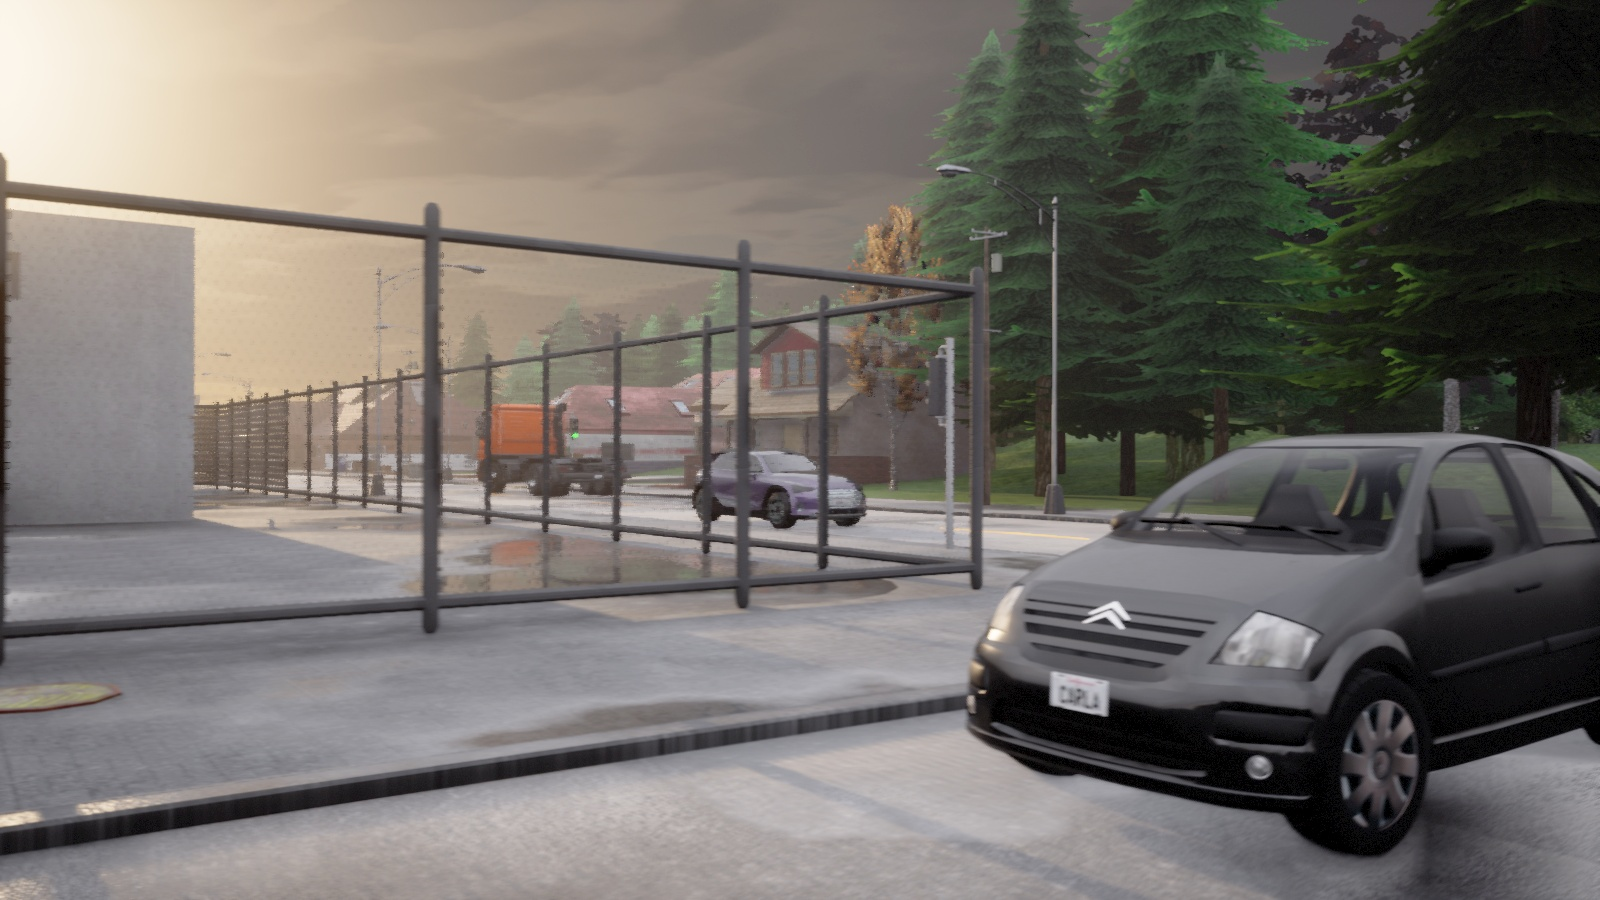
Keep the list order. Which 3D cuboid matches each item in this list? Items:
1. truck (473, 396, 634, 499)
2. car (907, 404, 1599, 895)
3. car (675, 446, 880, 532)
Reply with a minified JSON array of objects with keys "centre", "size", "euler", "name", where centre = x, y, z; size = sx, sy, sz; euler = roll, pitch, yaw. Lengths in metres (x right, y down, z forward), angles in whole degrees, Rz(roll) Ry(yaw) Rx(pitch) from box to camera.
[{"centre":[-9.244,-0.074,46.366],"size":[2.891,3.462,7.936],"euler":[0,0,-35],"name":"truck"},{"centre":[2.624,0.661,6.087],"size":[3.988,1.617,1.851],"euler":[0,0,-38],"name":"car"},{"centre":[-0.588,0.766,26.886],"size":[2.033,1.649,4.856],"euler":[0,0,-35],"name":"car"}]
